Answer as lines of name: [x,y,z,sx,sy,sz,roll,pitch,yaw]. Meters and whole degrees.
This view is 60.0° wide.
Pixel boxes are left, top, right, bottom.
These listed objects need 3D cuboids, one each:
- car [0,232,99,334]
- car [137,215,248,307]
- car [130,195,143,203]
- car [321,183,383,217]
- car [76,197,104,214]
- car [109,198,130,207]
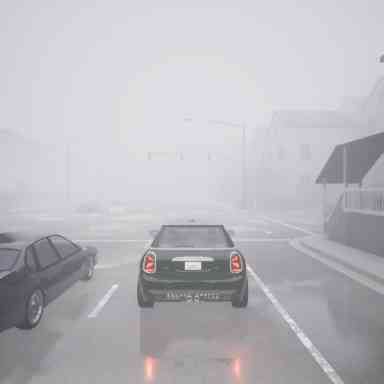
car: [-3.485,1.547,6.843,2.033,1.411,5.357,0,0,0]
car: [0.006,1.352,8.124,2.097,1.767,4.553,0,0,0]
car: [-11.180,1.352,66.672,2.097,1.767,4.553,0,0,0]
car: [13.707,0.727,27.933,5.566,2.045,2.150,-14,0,-2]
car: [-10.957,1.525,35.980,1.812,1.442,4.674,0,0,-1]
car: [-11.089,1.564,50.170,1.994,1.385,4.181,0,0,-1]
